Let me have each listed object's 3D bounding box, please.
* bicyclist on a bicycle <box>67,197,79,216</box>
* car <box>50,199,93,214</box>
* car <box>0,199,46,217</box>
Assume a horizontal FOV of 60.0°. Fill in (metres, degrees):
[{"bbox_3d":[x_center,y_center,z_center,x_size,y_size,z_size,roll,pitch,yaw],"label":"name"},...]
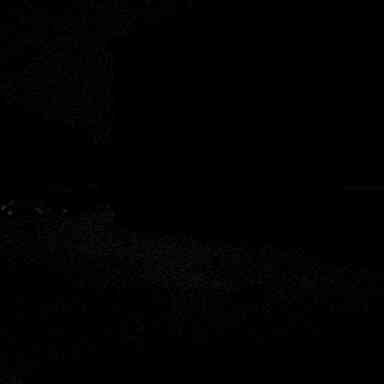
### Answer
[{"bbox_3d":[-10.102,1.231,28.119,1.656,1.620,0.582,0,0,36],"label":"bicyclist on a bicycle"},{"bbox_3d":[-12.419,1.449,34.584,1.887,1.381,4.507,0,0,36],"label":"car"},{"bbox_3d":[-15.597,1.350,30.139,1.967,1.590,4.097,0,0,36],"label":"car"}]
